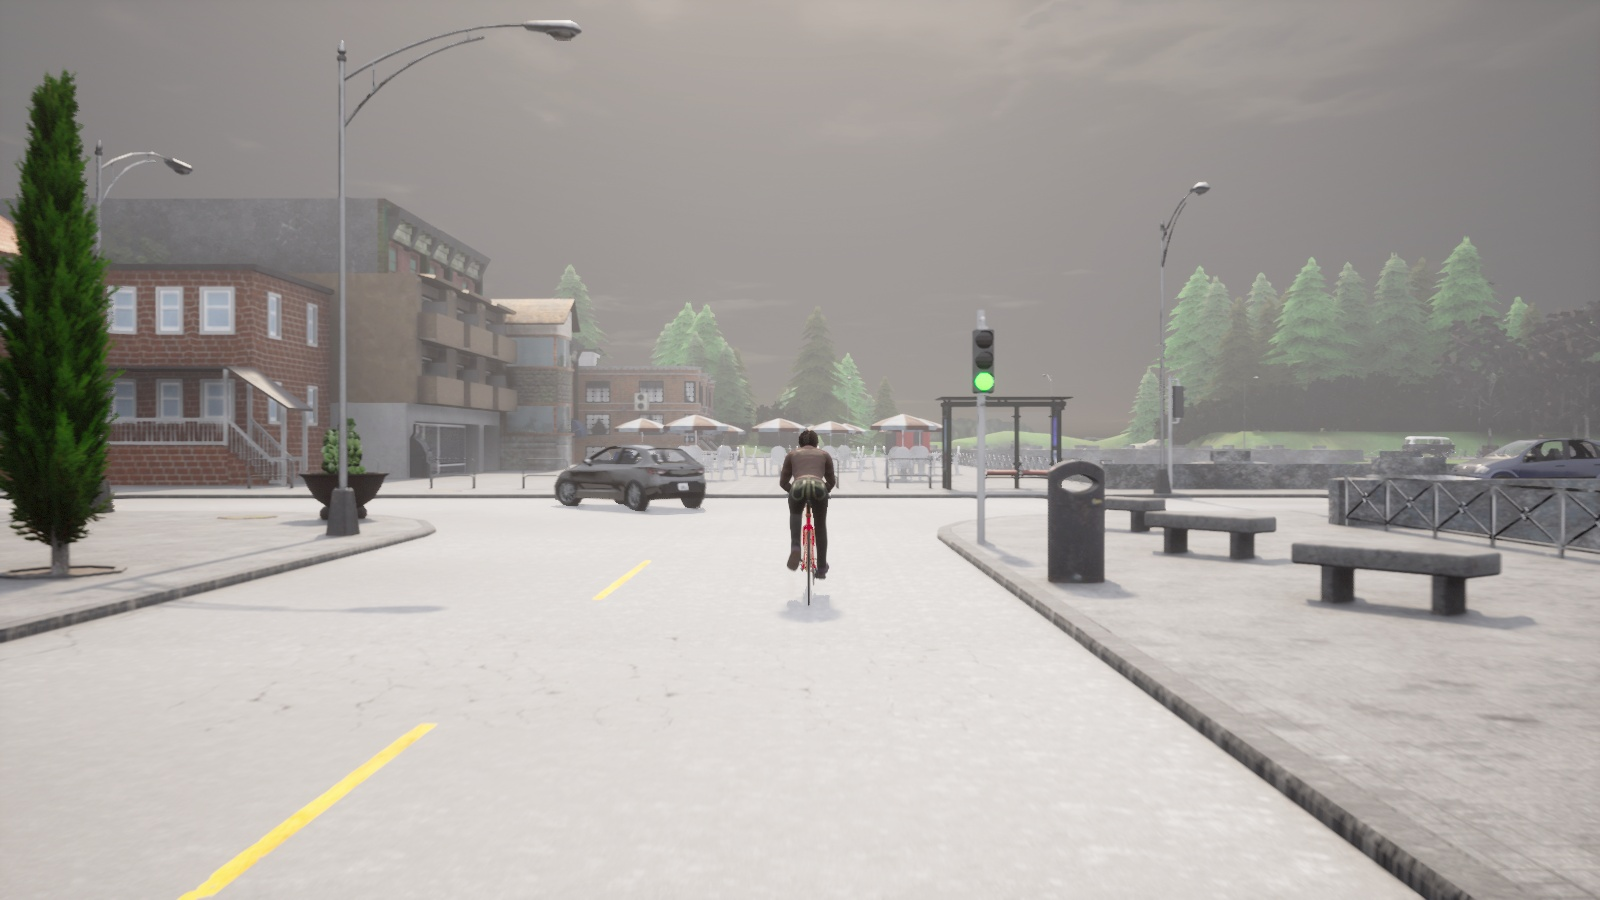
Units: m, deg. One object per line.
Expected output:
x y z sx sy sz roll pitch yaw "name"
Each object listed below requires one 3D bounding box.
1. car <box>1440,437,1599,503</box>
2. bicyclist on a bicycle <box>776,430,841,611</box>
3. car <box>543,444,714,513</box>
18.524 0.482 31.521 3.988 1.617 1.851 0 0 0 "car"
0.082 0.631 12.098 0.582 1.620 1.656 0 0 0 "bicyclist on a bicycle"
-4.015 0.594 28.952 1.816 1.474 4.193 0 0 -43 "car"
